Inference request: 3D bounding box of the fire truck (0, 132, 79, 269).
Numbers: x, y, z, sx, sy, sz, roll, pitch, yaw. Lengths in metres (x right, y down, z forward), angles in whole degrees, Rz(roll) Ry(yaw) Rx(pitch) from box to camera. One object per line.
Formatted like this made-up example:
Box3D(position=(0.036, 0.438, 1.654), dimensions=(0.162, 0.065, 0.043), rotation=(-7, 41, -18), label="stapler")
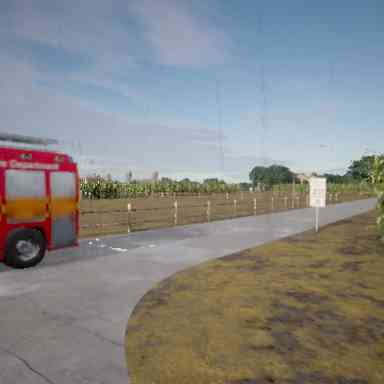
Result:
Box3D(position=(-7.144, 0.254, 8.142), dimensions=(2.891, 3.827, 8.468), rotation=(1, 1, 36), label="fire truck")
